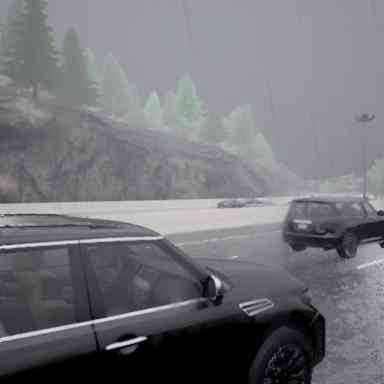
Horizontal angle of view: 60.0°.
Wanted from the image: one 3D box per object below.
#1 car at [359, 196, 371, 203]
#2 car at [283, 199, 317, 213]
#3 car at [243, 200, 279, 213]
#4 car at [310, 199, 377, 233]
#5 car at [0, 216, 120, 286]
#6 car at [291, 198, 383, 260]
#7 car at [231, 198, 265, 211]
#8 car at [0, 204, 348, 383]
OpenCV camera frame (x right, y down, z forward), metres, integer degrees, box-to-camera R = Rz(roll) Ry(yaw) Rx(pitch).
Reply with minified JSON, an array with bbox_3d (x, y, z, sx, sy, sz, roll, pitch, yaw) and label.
[{"bbox_3d":[37.045,1.518,71.070,2.033,1.411,5.357,0,0,30],"label":"car"},{"bbox_3d":[12.568,1.546,38.534,1.837,1.490,4.892,0,0,43],"label":"car"},{"bbox_3d":[8.169,1.647,38.975,1.895,1.301,4.718,0,0,44],"label":"car"},{"bbox_3d":[9.449,1.371,20.608,4.553,1.767,2.097,0,0,-42],"label":"car"},{"bbox_3d":[-4.546,1.545,9.216,4.674,1.442,1.812,0,0,-36],"label":"car"},{"bbox_3d":[5.767,1.233,12.793,5.566,2.045,2.150,0,0,-39],"label":"car"},{"bbox_3d":[7.352,1.531,43.198,1.882,1.535,5.008,0,0,43],"label":"car"},{"bbox_3d":[-1.136,1.228,3.027,5.566,2.045,2.150,0,0,-36],"label":"car"}]
